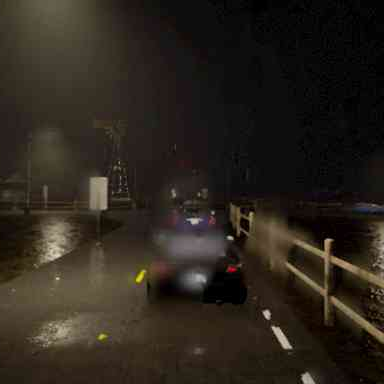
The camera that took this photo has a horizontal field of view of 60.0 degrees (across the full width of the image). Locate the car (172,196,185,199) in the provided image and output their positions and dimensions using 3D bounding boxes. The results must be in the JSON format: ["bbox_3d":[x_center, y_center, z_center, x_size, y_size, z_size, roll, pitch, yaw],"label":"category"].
[{"bbox_3d":[-2.739,1.631,59.538,1.882,1.535,5.008,0,0,1],"label":"car"}]

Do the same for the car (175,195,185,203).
[{"bbox_3d":[-2.657,1.601,74.694,2.097,1.767,4.553,0,0,0],"label":"car"}]

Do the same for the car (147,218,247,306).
[{"bbox_3d":[0.107,1.565,8.081,1.994,1.385,4.181,0,0,0],"label":"car"}]

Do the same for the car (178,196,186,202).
[{"bbox_3d":[-2.634,1.871,89.658,1.895,1.301,4.718,0,0,0],"label":"car"}]

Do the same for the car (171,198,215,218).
[{"bbox_3d":[0.116,1.364,16.791,2.097,1.767,4.553,0,0,0],"label":"car"}]

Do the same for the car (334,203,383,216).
[{"bbox_3d":[19.192,1.933,38.060,5.357,1.411,2.033,1,-2,0],"label":"car"}]
